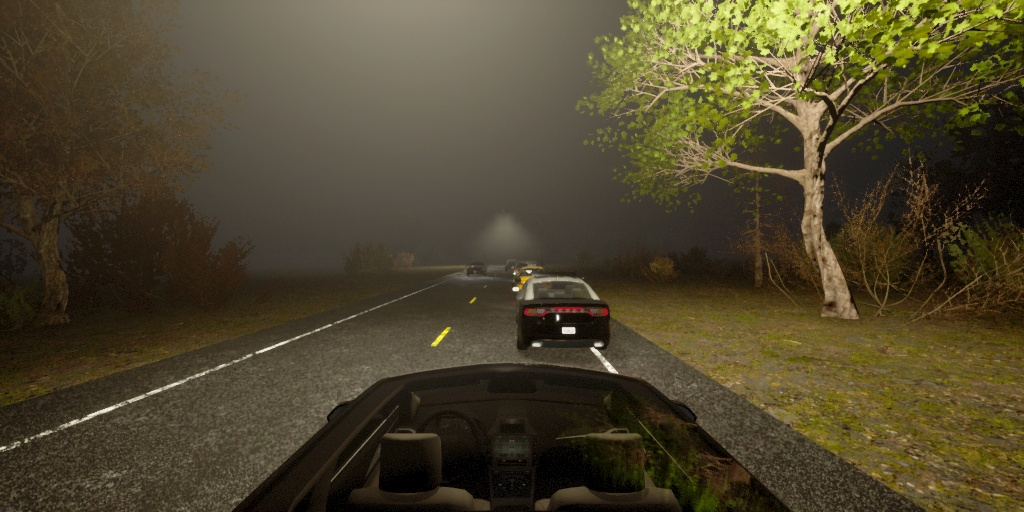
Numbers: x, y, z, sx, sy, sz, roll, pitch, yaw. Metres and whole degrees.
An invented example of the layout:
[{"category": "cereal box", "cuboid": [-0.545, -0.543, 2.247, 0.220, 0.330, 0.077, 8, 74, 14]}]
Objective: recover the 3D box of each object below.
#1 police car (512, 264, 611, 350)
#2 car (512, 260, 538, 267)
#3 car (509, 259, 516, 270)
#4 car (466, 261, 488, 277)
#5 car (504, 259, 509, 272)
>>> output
[{"category": "police car", "cuboid": [1.049, 1.177, 9.222, 1.930, 1.638, 5.238, 0, 0, 0]}, {"category": "car", "cuboid": [1.046, 1.210, 19.305, 1.801, 1.575, 5.366, 0, 0, 0]}, {"category": "car", "cuboid": [1.044, 1.106, 25.084, 2.097, 1.767, 4.553, 0, 0, 0]}, {"category": "car", "cuboid": [-3.507, 1.261, 36.405, 1.837, 1.490, 4.892, 0, 0, 0]}, {"category": "car", "cuboid": [0.018, 1.284, 47.371, 1.812, 1.442, 4.674, 0, 0, 1]}]
